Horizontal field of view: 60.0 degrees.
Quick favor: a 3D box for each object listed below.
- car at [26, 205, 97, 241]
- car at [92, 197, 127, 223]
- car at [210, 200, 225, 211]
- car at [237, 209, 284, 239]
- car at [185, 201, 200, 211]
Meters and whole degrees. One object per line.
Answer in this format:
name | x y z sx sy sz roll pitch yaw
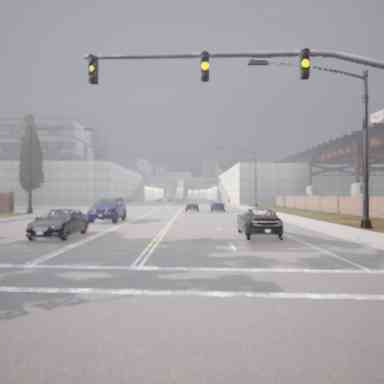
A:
car | -7.025 1.658 17.840 2.128 1.511 4.902 0 -1 1
car | -7.010 1.483 28.242 2.150 2.045 5.566 0 -1 0
car | 3.553 1.906 46.867 1.882 1.535 5.008 0 0 1
car | 3.608 1.658 18.219 2.128 1.511 4.902 0 -1 0
car | 0.057 1.958 47.184 1.812 1.442 4.674 0 0 1
